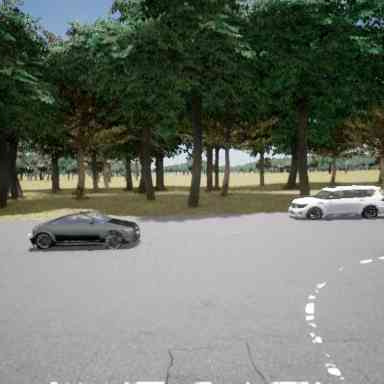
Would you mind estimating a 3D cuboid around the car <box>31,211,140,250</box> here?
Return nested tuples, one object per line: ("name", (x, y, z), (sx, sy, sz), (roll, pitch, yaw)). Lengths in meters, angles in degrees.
("car", (-4.244, 1.494, 13.555), (4.181, 1.385, 1.994), (-1, 2, -1))

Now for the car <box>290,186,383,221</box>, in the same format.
("car", (8.981, 0.716, 20.650), (5.566, 2.045, 2.150), (-2, 3, 0))
